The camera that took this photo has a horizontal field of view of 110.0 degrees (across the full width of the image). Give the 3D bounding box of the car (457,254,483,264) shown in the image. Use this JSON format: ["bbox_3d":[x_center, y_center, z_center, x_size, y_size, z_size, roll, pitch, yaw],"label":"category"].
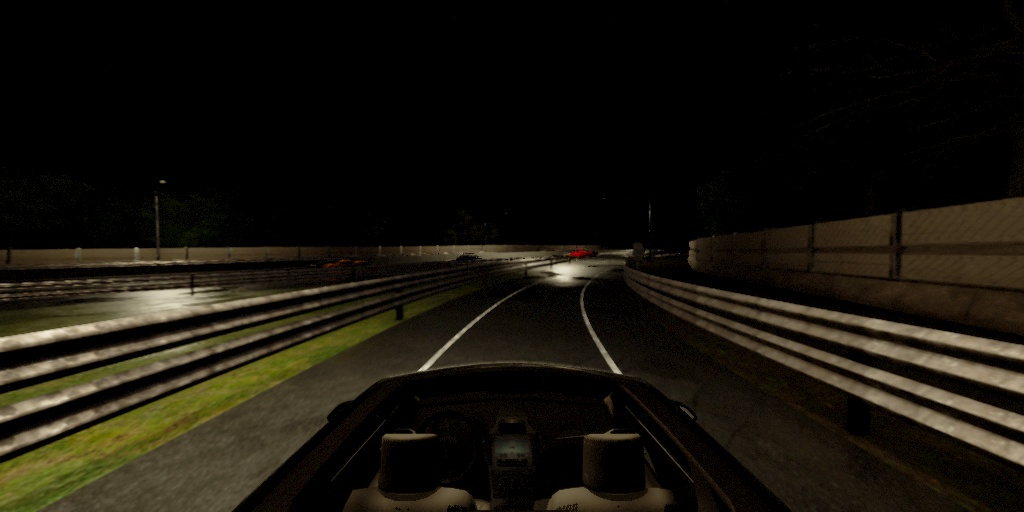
[{"bbox_3d":[-6.561,0.454,57.060,2.128,1.511,4.902,1,2,41],"label":"car"}]

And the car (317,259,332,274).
[{"bbox_3d":[-17.737,1.165,38.709,1.882,1.535,5.008,1,3,41],"label":"car"}]

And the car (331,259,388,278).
[{"bbox_3d":[-15.084,1.214,36.427,1.882,1.535,5.008,1,3,41],"label":"car"}]

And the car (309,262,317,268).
[{"bbox_3d":[-20.391,1.139,40.990,2.128,1.511,4.902,1,3,41],"label":"car"}]
